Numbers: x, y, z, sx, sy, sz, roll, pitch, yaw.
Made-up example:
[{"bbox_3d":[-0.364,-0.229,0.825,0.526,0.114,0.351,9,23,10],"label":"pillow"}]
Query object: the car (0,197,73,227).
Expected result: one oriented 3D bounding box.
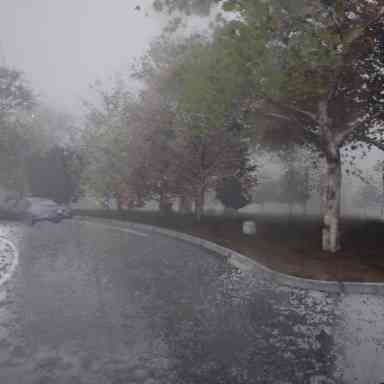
[{"bbox_3d":[-8.896,0.977,17.840,5.357,1.411,2.033,1,2,27],"label":"car"}]
